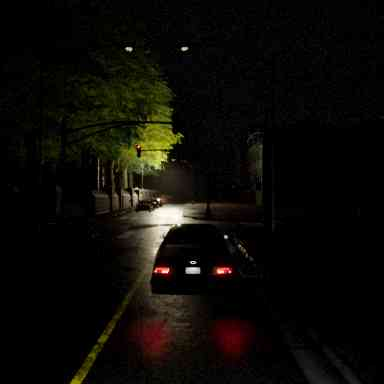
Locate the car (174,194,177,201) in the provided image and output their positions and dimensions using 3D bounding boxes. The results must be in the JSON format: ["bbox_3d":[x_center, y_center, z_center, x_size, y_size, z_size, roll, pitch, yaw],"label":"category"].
[{"bbox_3d":[-5.597,1.615,83.448,1.967,1.590,4.097,1,0,0],"label":"car"}]

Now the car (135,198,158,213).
[{"bbox_3d":[-5.397,1.583,38.161,2.008,1.369,4.403,1,0,0],"label":"car"}]

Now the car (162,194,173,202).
[{"bbox_3d":[-5.511,1.419,67.098,2.192,1.841,5.009,1,0,0],"label":"car"}]

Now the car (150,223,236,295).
[{"bbox_3d":[0.044,1.551,8.866,2.033,1.411,5.357,0,0,1],"label":"car"}]

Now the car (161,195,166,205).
[{"bbox_3d":[-5.434,1.621,50.747,1.947,1.339,4.313,1,0,0],"label":"car"}]

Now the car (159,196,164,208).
[{"bbox_3d":[-5.406,1.595,45.297,2.008,1.369,4.403,1,0,0],"label":"car"}]

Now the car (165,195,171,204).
[{"bbox_3d":[-5.489,1.667,61.647,1.802,1.307,4.206,1,0,0],"label":"car"}]

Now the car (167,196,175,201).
[{"bbox_3d":[-5.626,1.728,88.728,1.752,1.417,4.829,1,0,0],"label":"car"}]
